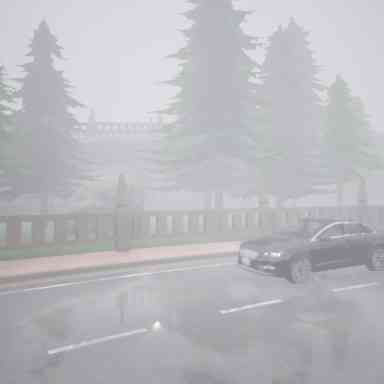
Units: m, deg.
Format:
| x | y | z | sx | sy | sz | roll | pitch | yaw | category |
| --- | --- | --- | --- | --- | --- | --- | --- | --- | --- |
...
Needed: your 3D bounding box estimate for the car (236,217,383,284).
| x | y | z | sx | sy | sz | roll | pitch | yaw | category |
| --- | --- | --- | --- | --- | --- | --- | --- | --- | --- |
| 3.596 | 1.495 | 9.497 | 4.902 | 1.511 | 2.128 | 0 | 0 | -25 | car |
